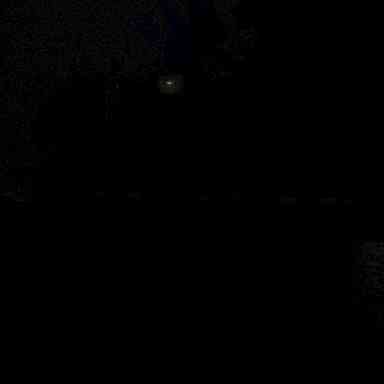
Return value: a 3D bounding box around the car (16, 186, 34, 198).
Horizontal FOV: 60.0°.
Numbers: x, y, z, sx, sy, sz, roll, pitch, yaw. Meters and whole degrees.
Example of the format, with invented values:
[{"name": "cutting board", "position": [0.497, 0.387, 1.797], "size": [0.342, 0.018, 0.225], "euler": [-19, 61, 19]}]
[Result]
[{"name": "car", "position": [-29.103, 0.005, 57.771], "size": [2.150, 2.045, 5.566], "euler": [-1, 1, -35]}]
